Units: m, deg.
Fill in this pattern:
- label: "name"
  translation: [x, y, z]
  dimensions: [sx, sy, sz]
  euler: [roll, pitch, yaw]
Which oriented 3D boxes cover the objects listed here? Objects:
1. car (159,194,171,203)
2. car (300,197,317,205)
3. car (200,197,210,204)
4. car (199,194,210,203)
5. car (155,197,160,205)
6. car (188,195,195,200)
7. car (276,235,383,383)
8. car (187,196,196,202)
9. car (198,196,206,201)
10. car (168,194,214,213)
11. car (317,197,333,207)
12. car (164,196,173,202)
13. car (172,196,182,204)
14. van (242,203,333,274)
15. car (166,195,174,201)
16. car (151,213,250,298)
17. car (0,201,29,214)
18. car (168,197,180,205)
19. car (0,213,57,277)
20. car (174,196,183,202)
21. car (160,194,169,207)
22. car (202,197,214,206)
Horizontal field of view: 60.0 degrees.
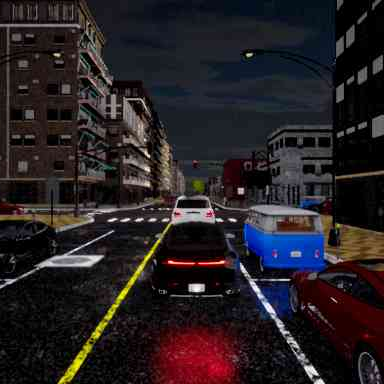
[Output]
- label: "car"
  translation: [-5.813, 1.376, 71.697]
  dimensions: [2.192, 1.841, 5.009]
  euler: [0, 0, 0]
- label: "car"
  translation: [15.082, 1.620, 36.973]
  dimensions: [5.357, 1.411, 2.033]
  euler: [0, 0, 2]
- label: "car"
  translation: [2.577, 1.634, 66.173]
  dimensions: [1.802, 1.307, 4.206]
  euler: [0, 0, 0]
- label: "car"
  translation: [2.568, 1.376, 71.712]
  dimensions: [2.192, 1.841, 5.009]
  euler: [0, 0, 0]
- label: "car"
  translation: [-5.794, 1.569, 60.448]
  dimensions: [1.752, 1.417, 4.829]
  euler: [0, 0, 0]
- label: "car"
  translation: [-0.160, 1.584, 91.929]
  dimensions: [1.895, 1.301, 4.718]
  euler: [0, 0, 0]
- label: "car"
  translation: [2.652, 1.582, 4.619]
  dimensions: [1.802, 1.307, 4.206]
  euler: [0, 0, 0]
- label: "car"
  translation: [-0.143, 1.618, 81.479]
  dimensions: [2.033, 1.411, 5.357]
  euler: [0, 0, 0]
- label: "car"
  translation: [2.538, 1.643, 88.329]
  dimensions: [2.008, 1.369, 4.403]
  euler: [0, 0, 0]
- label: "car"
  translation: [0.057, 1.225, 18.491]
  dimensions: [2.150, 2.045, 5.566]
  euler: [0, 0, 0]
- label: "car"
  translation: [14.868, 1.359, 31.221]
  dimensions: [5.009, 1.841, 2.192]
  euler: [0, 0, 0]
- label: "car"
  translation: [-5.833, 1.632, 82.775]
  dimensions: [2.008, 1.369, 4.403]
  euler: [0, 0, 0]
- label: "car"
  translation: [-3.134, 1.581, 68.164]
  dimensions: [1.812, 1.442, 4.674]
  euler: [0, 0, 0]
- label: "van"
  translation: [2.643, 1.343, 10.308]
  dimensions: [1.690, 1.788, 3.998]
  euler: [0, 0, 0]
- label: "car"
  translation: [-5.842, 1.617, 88.144]
  dimensions: [1.752, 1.417, 4.829]
  euler: [0, 0, 0]
- label: "car"
  translation: [0.083, 1.506, 8.491]
  dimensions: [1.837, 1.490, 4.892]
  euler: [0, 0, 0]
- label: "car"
  translation: [-17.520, 1.535, 31.084]
  dimensions: [4.206, 1.307, 1.802]
  euler: [0, 0, 0]
- label: "car"
  translation: [-3.179, 1.643, 59.108]
  dimensions: [1.895, 1.301, 4.718]
  euler: [0, 0, 0]
- label: "car"
  translation: [-5.705, 1.567, 10.319]
  dimensions: [1.947, 1.339, 4.313]
  euler: [0, 0, 0]
- label: "car"
  translation: [-3.138, 1.624, 78.180]
  dimensions: [1.994, 1.385, 4.181]
  euler: [0, 0, 0]
- label: "car"
  translation: [-3.187, 1.383, 50.165]
  dimensions: [2.097, 1.767, 4.553]
  euler: [0, 0, 0]
- label: "car"
  translation: [2.596, 1.562, 55.265]
  dimensions: [1.752, 1.417, 4.829]
  euler: [0, 0, 0]
